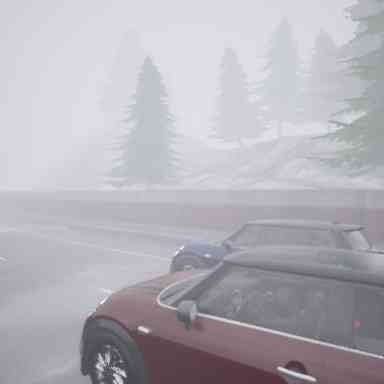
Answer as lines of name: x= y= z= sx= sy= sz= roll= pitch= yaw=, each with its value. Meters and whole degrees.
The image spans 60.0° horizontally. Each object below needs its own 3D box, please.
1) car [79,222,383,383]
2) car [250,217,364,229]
car: x=0.879 y=1.362 z=3.487 sx=4.553 sy=1.767 sz=2.097 roll=0 pitch=0 yaw=36
car: x=1.680 y=1.372 z=7.252 sx=4.553 sy=1.767 sz=2.097 roll=0 pitch=0 yaw=37
